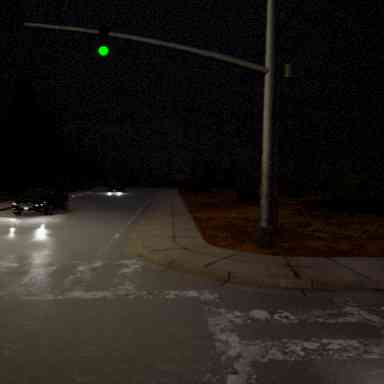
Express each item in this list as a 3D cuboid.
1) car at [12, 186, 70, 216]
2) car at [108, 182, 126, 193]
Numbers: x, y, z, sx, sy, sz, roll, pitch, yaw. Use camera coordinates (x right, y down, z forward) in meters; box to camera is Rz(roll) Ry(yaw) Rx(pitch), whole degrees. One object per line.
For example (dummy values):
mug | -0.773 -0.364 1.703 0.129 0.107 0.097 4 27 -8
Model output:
car | -8.592 0.469 19.331 1.837 1.490 4.892 1 3 -4
car | -10.251 -0.695 46.068 2.033 1.411 5.357 1 2 -3
